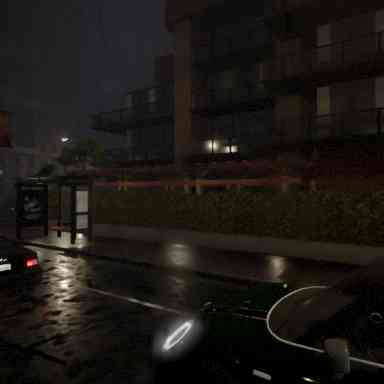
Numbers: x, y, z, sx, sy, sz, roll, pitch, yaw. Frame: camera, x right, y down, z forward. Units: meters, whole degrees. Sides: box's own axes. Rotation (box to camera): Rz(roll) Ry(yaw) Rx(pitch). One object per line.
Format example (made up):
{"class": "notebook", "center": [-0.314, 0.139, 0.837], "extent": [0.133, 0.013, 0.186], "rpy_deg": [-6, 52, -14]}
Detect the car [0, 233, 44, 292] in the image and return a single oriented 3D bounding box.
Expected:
{"class": "car", "center": [-5.768, 1.547, 8.061], "extent": [5.357, 1.411, 2.033], "rpy_deg": [0, 0, 36]}

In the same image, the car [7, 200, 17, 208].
{"class": "car", "center": [-24.603, 1.478, 49.108], "extent": [1.882, 1.535, 5.008], "rpy_deg": [0, 0, 35]}

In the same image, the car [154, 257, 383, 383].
{"class": "car", "center": [1.850, 1.352, 2.685], "extent": [4.553, 1.767, 2.097], "rpy_deg": [0, 0, 35]}
